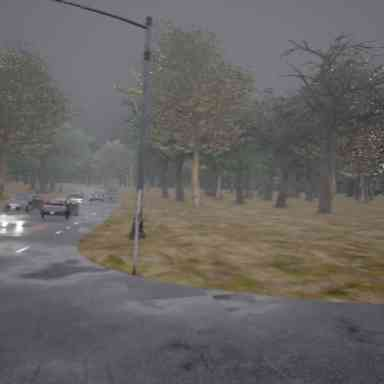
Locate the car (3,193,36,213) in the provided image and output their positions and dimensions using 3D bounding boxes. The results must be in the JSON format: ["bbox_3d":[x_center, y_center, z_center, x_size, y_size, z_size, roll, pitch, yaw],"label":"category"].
[{"bbox_3d":[-13.466,0.824,26.857,2.128,1.511,4.902,3,1,-8],"label":"car"}]

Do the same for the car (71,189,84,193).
[{"bbox_3d":[-17.785,0.309,51.725,1.994,1.385,4.181,3,1,-11],"label":"car"}]

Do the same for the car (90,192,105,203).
[{"bbox_3d":[-12.878,0.657,45.660,2.033,1.411,5.357,3,1,-11],"label":"car"}]

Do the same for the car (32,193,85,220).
[{"bbox_3d":[-9.310,1.086,23.832,2.128,1.511,4.902,3,1,-8],"label":"car"}]
